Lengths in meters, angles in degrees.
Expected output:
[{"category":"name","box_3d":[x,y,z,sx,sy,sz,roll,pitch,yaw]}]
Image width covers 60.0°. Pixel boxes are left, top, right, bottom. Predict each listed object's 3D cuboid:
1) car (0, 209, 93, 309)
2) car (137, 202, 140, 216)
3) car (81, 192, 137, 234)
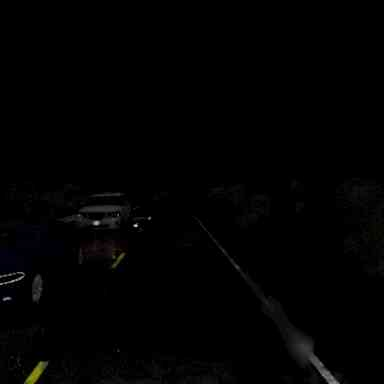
[{"category":"car","box_3d":[-4.010,1.437,7.984,1.882,1.535,5.008,-1,1,-3]},{"category":"car","box_3d":[-5.661,1.234,28.550,1.837,1.490,4.892,-1,1,-15]},{"category":"car","box_3d":[-4.595,1.063,18.194,2.150,2.045,5.566,-1,1,-3]}]
